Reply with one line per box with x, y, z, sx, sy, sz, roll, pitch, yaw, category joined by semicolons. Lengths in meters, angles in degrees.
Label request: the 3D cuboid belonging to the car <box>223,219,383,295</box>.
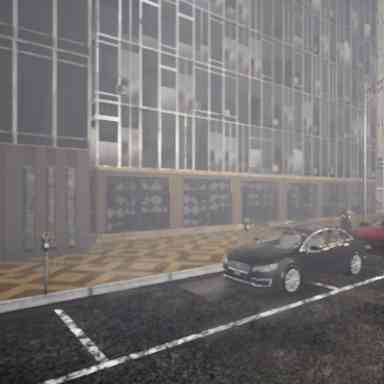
2.763;1.518;8.539;4.403;1.369;2.008;0;1;-36;car

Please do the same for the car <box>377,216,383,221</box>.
7.388;1.483;11.852;4.507;1.381;1.887;0;1;-36;car
